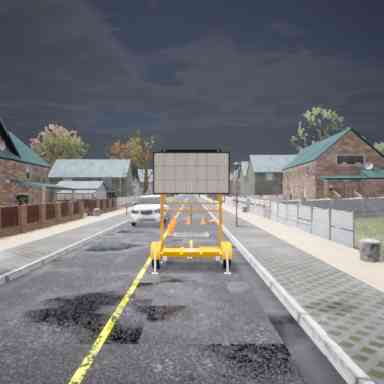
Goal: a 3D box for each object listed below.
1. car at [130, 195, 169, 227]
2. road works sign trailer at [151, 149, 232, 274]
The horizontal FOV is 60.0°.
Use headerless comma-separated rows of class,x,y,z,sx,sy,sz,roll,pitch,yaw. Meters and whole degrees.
car,-2.799,1.226,23.068,2.150,2.045,5.566,0,0,0
road works sign trailer,-0.022,0.467,10.519,2.380,3.560,2.880,0,0,0
